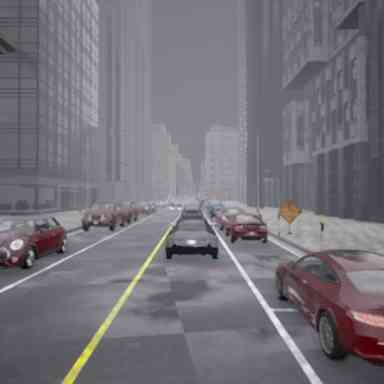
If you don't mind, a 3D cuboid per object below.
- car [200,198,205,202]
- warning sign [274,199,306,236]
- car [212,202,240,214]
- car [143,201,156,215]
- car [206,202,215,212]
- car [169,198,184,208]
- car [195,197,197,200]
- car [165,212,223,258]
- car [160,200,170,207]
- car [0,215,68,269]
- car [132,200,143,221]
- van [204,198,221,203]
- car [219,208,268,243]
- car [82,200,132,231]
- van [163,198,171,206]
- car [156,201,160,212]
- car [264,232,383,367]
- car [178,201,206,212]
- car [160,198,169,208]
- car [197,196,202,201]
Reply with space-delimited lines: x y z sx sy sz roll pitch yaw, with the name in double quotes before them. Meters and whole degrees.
"car" 2.662 2.221 56.742 1.752 1.417 4.829 0 -1 1
"warning sign" 5.066 1.316 17.282 1.300 1.860 1.060 0 -1 0
"car" 2.666 1.703 22.704 1.967 1.590 4.097 0 -1 0
"car" -5.862 1.906 39.635 1.967 1.590 4.097 0 -1 0
"car" 2.664 1.961 33.980 1.947 1.339 4.313 0 -1 0
"car" -3.029 2.329 64.551 1.812 1.442 4.674 0 -1 1
"car" 2.660 2.695 90.366 2.008 1.369 4.403 0 -1 0
"car" 0.018 1.721 13.495 1.994 1.385 4.181 0 -1 1
"car" -5.866 2.449 73.298 1.752 1.417 4.829 0 -1 0
"car" -5.859 1.573 11.439 1.967 1.590 4.097 0 -1 0
"car" -5.860 1.643 28.357 2.192 1.841 5.009 0 -1 0
"van" 2.662 1.807 39.621 1.690 1.788 3.998 0 -1 0
"car" 2.666 1.743 17.065 1.887 1.381 4.507 0 -1 0
"car" -5.860 1.578 22.719 2.192 1.841 5.009 0 -1 0
"van" -5.866 2.342 79.112 1.690 1.788 3.998 0 -1 0
"car" -5.863 1.978 45.273 1.967 1.590 4.097 0 -1 0
"car" 2.667 1.650 5.786 1.802 1.307 4.206 0 -1 0
"car" 0.018 1.837 28.488 1.837 1.490 4.892 0 0 0
"car" -5.872 2.292 61.986 1.752 1.417 4.829 0 -1 1
"car" 2.660 2.165 67.812 2.192 1.841 5.009 0 -1 0
